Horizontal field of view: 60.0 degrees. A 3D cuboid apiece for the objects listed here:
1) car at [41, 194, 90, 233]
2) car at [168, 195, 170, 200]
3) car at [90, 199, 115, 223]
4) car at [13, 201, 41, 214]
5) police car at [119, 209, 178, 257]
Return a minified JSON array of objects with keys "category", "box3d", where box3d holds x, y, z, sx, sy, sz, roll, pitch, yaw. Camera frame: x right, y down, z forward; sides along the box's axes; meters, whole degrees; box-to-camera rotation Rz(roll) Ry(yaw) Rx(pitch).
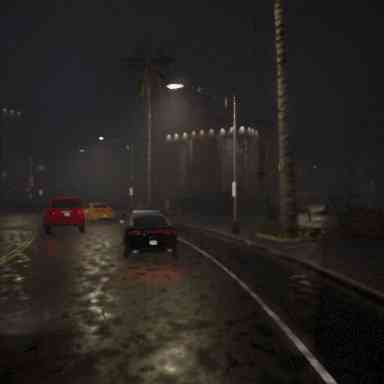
[{"category":"car","box3d":[-8.109,1.352,20.939,2.150,2.045,5.566,0,0,-25]},{"category":"car","box3d":[-3.709,1.782,65.649,4.674,1.452,2.002,0,0,30]},{"category":"car","box3d":[-7.935,1.642,27.401,1.882,1.535,5.008,0,0,-32]},{"category":"car","box3d":[-19.468,1.780,39.621,4.674,1.442,1.812,0,0,37]},{"category":"police car","box3d":[-1.882,1.503,13.543,1.930,1.638,5.238,0,-1,-13]}]
